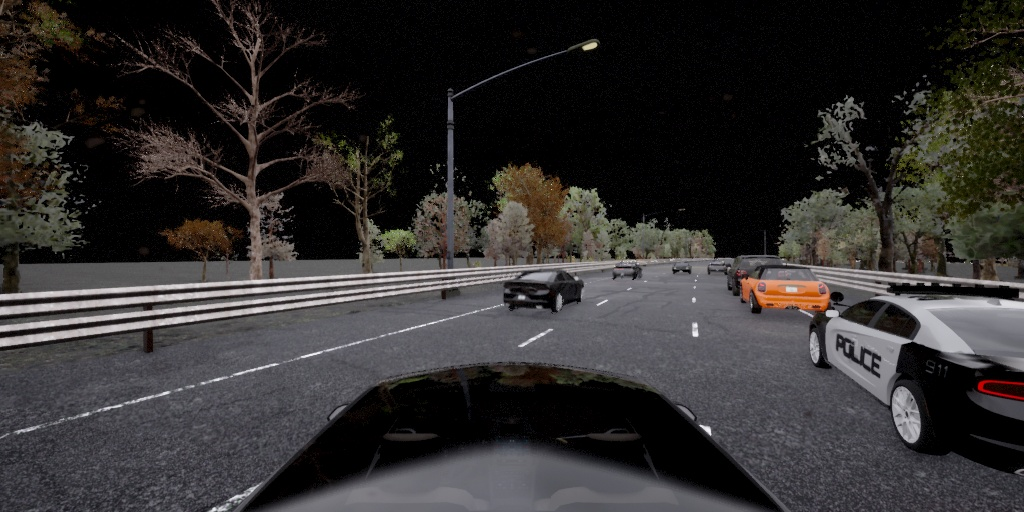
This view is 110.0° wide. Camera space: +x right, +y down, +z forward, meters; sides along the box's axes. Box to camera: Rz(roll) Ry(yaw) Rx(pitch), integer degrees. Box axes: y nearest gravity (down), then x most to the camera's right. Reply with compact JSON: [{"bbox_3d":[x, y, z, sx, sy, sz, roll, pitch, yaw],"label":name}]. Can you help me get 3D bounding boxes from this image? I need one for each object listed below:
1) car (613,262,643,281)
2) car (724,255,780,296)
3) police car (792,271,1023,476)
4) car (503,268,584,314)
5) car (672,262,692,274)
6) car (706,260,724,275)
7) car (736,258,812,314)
[{"bbox_3d":[9.906,1.249,30.576,2.128,1.511,4.902,0,0,28],"label":"car"},{"bbox_3d":[12.671,0.978,18.754,2.150,2.045,5.566,0,0,27],"label":"car"},{"bbox_3d":[5.614,1.175,4.707,1.930,1.638,5.238,0,0,26],"label":"police car"},{"bbox_3d":[1.432,1.228,14.129,1.882,1.535,5.008,0,0,27],"label":"car"},{"bbox_3d":[19.393,1.369,40.789,1.895,1.301,4.718,0,0,29],"label":"car"},{"bbox_3d":[22.503,1.261,39.304,2.128,1.511,4.902,0,0,29],"label":"car"},{"bbox_3d":[9.951,1.102,13.423,2.097,1.767,4.553,0,0,27],"label":"car"}]
